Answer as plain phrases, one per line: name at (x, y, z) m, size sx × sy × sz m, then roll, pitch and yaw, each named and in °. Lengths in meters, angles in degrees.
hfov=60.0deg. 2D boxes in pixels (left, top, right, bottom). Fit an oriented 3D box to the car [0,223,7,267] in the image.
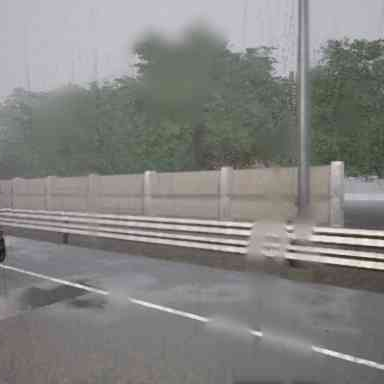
car at (-7.347, 1.225, 9.249) m, size 5.566 × 2.045 × 2.150 m, roll 0°, pitch 0°, yaw 36°
